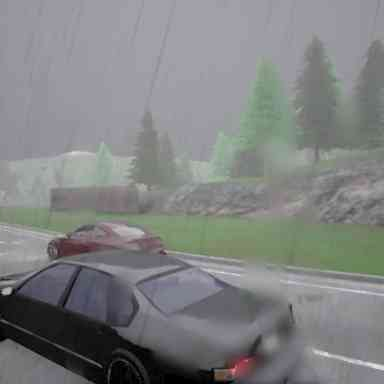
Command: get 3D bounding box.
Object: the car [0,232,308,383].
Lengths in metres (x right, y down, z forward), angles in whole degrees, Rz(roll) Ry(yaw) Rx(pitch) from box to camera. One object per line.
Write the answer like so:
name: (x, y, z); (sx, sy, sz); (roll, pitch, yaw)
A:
car: (-1.220, 1.591, 4.813); (5.357, 1.411, 2.033); (-1, 0, 36)

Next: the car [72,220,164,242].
car: (-2.825, 1.625, 10.669); (4.674, 1.442, 1.812); (-1, 0, 41)
